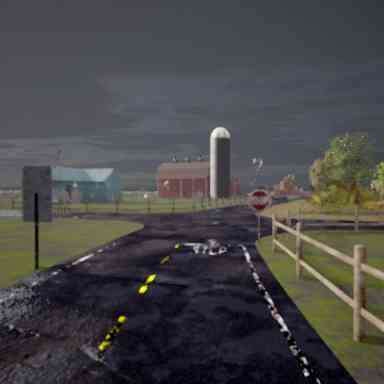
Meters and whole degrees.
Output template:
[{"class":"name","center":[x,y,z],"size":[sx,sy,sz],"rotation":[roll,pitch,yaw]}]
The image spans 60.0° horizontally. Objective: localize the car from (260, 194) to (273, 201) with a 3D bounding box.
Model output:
[{"class":"car","center":[17.252,1.224,76.484],"size":[2.128,1.511,4.902],"rotation":[0,0,23]}]

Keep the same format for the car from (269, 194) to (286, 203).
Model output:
[{"class":"car","center":[18.193,1.605,71.579],"size":[2.128,1.511,4.902],"rotation":[0,0,23]}]

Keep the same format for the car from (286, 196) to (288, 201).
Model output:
[{"class":"car","center":[22.184,1.522,81.207],"size":[1.994,1.385,4.181],"rotation":[0,0,23]}]
